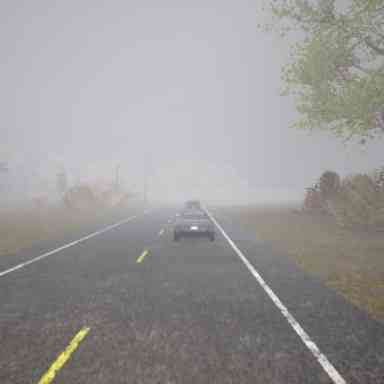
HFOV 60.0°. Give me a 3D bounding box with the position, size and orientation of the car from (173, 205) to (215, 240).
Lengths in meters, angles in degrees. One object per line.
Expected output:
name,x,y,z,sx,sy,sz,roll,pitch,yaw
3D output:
car,0.107,1.581,16.965,1.994,1.385,4.181,0,0,0

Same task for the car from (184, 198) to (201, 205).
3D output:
car,0.115,1.527,42.350,1.837,1.490,4.892,0,0,0
